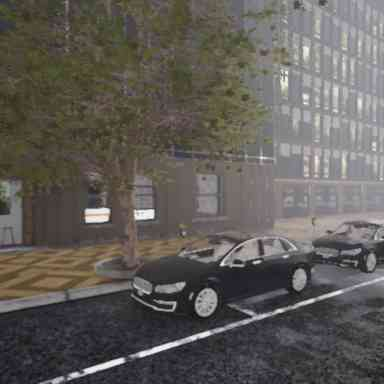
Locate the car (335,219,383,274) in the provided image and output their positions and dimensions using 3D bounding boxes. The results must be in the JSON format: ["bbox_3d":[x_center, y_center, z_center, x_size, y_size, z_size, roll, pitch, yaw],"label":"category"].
[{"bbox_3d":[5.494,1.554,10.495,4.403,1.369,2.008,0,0,-36],"label":"car"}]

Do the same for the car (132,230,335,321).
[{"bbox_3d":[0.864,1.553,7.184,4.403,1.369,2.008,0,0,-36],"label":"car"}]
